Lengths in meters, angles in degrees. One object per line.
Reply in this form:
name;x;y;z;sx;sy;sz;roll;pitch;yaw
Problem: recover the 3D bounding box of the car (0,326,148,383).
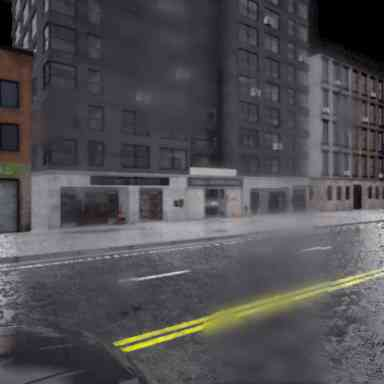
car;-2.518;1.506;1.645;4.892;1.490;1.837;0;0;-36
